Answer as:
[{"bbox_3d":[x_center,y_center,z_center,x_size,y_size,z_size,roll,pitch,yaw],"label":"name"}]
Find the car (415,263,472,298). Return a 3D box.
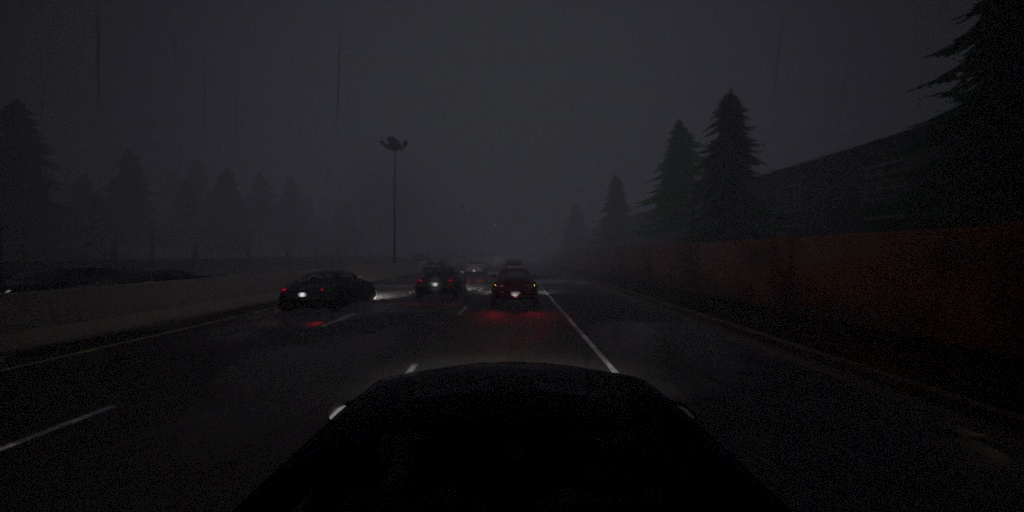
[{"bbox_3d":[-3.381,1.209,17.788,1.994,1.385,4.181,0,0,0],"label":"car"}]

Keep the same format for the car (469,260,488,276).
[{"bbox_3d":[-3.372,1.066,34.130,1.812,1.442,4.674,0,1,0],"label":"car"}]

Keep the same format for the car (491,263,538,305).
[{"bbox_3d":[0.104,1.189,15.311,1.812,1.442,4.674,0,0,0],"label":"car"}]

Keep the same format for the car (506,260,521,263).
[{"bbox_3d":[0.139,1.057,33.062,1.837,1.490,4.892,0,1,0],"label":"car"}]

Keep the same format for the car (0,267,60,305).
[{"bbox_3d":[-21.088,1.208,13.253,2.033,1.411,5.357,0,0,0],"label":"car"}]

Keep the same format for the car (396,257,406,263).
[{"bbox_3d":[-17.470,0.887,57.029,1.837,1.490,4.892,0,1,1],"label":"car"}]

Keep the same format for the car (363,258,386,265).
[{"bbox_3d":[-20.967,0.996,54.886,1.895,1.301,4.718,0,0,1],"label":"car"}]

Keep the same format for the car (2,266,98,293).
[{"bbox_3d":[-17.587,1.163,14.010,1.837,1.490,4.892,0,0,0],"label":"car"}]

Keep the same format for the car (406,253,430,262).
[{"bbox_3d":[-13.980,0.617,55.248,2.150,2.045,5.566,0,1,1],"label":"car"}]

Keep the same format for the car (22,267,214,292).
[{"bbox_3d":[-14.088,1.210,13.781,2.033,1.411,5.357,0,0,0],"label":"car"}]

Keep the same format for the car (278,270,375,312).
[{"bbox_3d":[-6.887,1.232,13.781,1.994,1.385,4.181,0,0,0],"label":"car"}]

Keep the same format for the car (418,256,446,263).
[{"bbox_3d":[-6.860,1.037,33.128,2.128,1.511,4.902,0,0,0],"label":"car"}]
